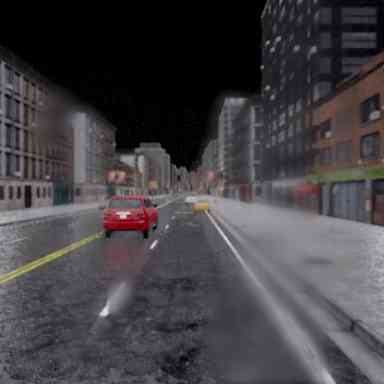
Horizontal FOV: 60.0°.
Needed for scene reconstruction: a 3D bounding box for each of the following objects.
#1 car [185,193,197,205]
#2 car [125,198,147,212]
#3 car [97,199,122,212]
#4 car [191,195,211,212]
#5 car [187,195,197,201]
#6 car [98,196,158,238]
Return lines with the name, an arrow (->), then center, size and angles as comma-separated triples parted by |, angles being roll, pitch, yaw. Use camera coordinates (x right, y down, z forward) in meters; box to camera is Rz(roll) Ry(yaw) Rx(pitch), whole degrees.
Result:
car -> 0.001, 1.170, 57.523 | 2.150, 2.045, 5.566 | 0, 0, 2
car -> -6.584, 1.500, 39.634 | 1.812, 1.442, 4.674 | 0, 0, 0
car -> -9.833, 1.538, 39.990 | 1.994, 1.385, 4.181 | 0, 0, 0
car -> 1.144, 1.432, 37.835 | 1.801, 1.575, 5.366 | 0, 0, 0
car -> 0.011, 1.316, 76.911 | 2.033, 1.411, 5.357 | 0, 0, 0
car -> -3.137, 1.216, 17.909 | 2.150, 2.045, 5.566 | 0, 0, 0
